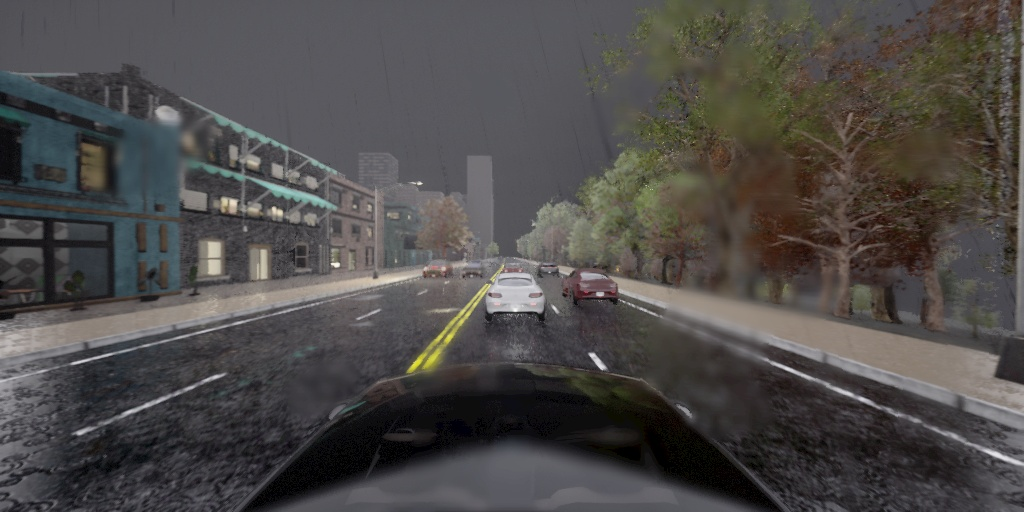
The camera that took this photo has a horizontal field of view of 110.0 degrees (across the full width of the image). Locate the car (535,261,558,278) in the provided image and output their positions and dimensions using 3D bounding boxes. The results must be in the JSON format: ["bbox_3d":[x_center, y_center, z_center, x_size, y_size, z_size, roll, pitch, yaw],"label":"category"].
[{"bbox_3d":[3.335,1.236,34.080,2.128,1.511,4.902,0,0,0],"label":"car"}]

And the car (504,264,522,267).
[{"bbox_3d":[0.085,1.345,33.245,1.895,1.301,4.718,0,0,0],"label":"car"}]

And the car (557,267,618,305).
[{"bbox_3d":[3.330,1.274,15.878,1.812,1.442,4.674,0,0,0],"label":"car"}]

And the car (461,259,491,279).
[{"bbox_3d":[-3.362,1.291,32.591,2.033,1.411,5.357,0,0,0],"label":"car"}]

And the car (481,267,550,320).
[{"bbox_3d":[0.095,1.274,12.472,1.812,1.442,4.674,0,0,0],"label":"car"}]

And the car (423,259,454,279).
[{"bbox_3d":[-6.608,1.095,32.471,2.097,1.767,4.553,0,0,0],"label":"car"}]
